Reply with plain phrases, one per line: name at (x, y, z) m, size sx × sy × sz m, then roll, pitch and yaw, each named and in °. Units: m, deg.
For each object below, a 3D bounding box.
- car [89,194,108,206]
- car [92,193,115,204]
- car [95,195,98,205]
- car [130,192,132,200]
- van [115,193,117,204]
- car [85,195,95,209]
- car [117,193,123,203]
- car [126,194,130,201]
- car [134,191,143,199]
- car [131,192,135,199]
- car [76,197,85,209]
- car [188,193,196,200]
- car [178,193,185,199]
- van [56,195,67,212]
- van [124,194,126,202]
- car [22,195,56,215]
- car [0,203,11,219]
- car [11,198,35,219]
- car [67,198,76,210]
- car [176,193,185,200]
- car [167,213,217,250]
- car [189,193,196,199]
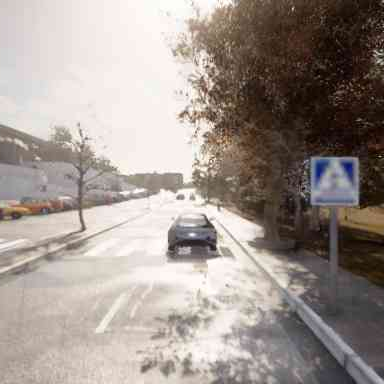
car at (-16.810, 1.595, 55.174) m, size 4.674 × 1.452 × 2.002 m, roll -1°, pitch 1°, yaw -20°
car at (-16.838, 1.283, 58.143) m, size 5.566 × 2.045 × 2.435 m, roll -1°, pitch 1°, yaw -20°
car at (-16.796, 1.616, 49.217) m, size 4.792 × 1.488 × 2.163 m, roll -1°, pitch 0°, yaw -20°
car at (-16.776, 1.419, 76.056) m, size 4.674 × 1.452 × 2.002 m, roll -1°, pitch 1°, yaw -20°
van at (-16.699, 1.282, 61.186) m, size 4.442 × 1.987 × 1.878 m, roll -1°, pitch 0°, yaw -20°
car at (-16.656, 1.590, 46.289) m, size 5.366 × 1.575 × 1.946 m, roll -1°, pitch 0°, yaw -20°
car at (-16.778, 1.231, 64.139) m, size 5.566 × 2.045 × 2.435 m, roll -1°, pitch 0°, yaw -20°
car at (-16.758, 1.279, 73.083) m, size 4.553 × 1.767 × 2.185 m, roll -1°, pitch 1°, yaw -20°
car at (-16.732, 1.276, 91.080) m, size 4.792 × 1.488 × 2.163 m, roll -1°, pitch 0°, yaw -20°
car at (-16.751, 1.381, 79.075) m, size 4.792 × 1.488 × 2.163 m, roll -1°, pitch 0°, yaw -20°
car at (-16.859, 1.632, 43.220) m, size 4.792 × 1.488 × 2.163 m, roll -1°, pitch 0°, yaw -20°
car at (0.078, 1.377, 83.874) m, size 2.033 × 1.411 × 5.357 m, roll 0°, pitch 0°, yaw 0°
car at (-2.911, 1.095, 94.297) m, size 1.812 × 1.442 × 4.674 m, roll 0°, pitch 1°, yaw 0°
van at (-16.736, 1.368, 37.315) m, size 4.442 × 1.987 × 1.878 m, roll -1°, pitch -1°, yaw -20°
van at (-16.901, 1.207, 70.047) m, size 4.442 × 1.987 × 1.878 m, roll -1°, pitch 1°, yaw -20°
car at (-16.819, 1.458, 34.288) m, size 4.553 × 1.767 × 2.185 m, roll -1°, pitch 0°, yaw -20°
car at (-16.887, 1.564, 25.316) m, size 4.792 × 1.488 × 2.163 m, roll -1°, pitch 0°, yaw -20°
car at (-16.682, 1.548, 28.378) m, size 5.366 × 1.575 × 1.946 m, roll -1°, pitch -1°, yaw -20°
car at (-16.832, 1.639, 40.248) m, size 4.674 × 1.452 × 2.002 m, roll -1°, pitch 0°, yaw -20°
car at (-2.921, 1.184, 84.261) m, size 2.097 × 1.767 × 4.553 m, roll 0°, pitch 0°, yaw 0°
car at (0.012, 1.583, 14.510) m, size 1.994 × 1.385 × 4.181 m, roll 0°, pitch 0°, yaw 0°
car at (0.089, 1.077, 94.294) m, size 1.837 × 1.490 × 4.892 m, roll 0°, pitch 1°, yaw 0°
